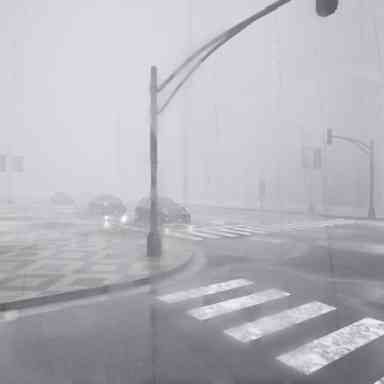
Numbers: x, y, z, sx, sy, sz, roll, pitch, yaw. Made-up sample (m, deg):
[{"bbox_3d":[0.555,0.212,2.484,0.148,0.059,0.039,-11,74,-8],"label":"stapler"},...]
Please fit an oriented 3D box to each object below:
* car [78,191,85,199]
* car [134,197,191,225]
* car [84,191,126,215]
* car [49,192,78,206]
[{"bbox_3d":[-21.705,0.520,66.168,1.882,1.535,5.008,0,1,-36],"label":"car"},{"bbox_3d":[-2.007,1.113,21.783,2.097,1.767,4.553,0,1,-35],"label":"car"},{"bbox_3d":[-7.588,0.978,29.551,2.097,1.767,4.553,0,1,-36],"label":"car"},{"bbox_3d":[-16.326,0.762,41.705,2.097,1.767,4.553,0,1,-36],"label":"car"}]
